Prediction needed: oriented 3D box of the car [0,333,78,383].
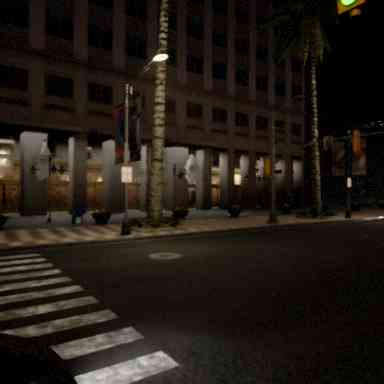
[{"bbox_3d":[-2.982,1.496,1.451,4.892,1.490,1.837,0,0,-37],"label":"car"}]
